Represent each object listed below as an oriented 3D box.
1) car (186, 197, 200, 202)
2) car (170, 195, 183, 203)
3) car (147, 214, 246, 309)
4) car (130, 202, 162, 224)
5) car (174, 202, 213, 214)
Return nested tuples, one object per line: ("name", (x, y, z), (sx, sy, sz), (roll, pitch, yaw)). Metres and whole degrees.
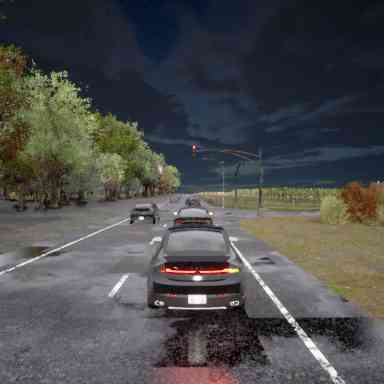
("car", (0.132, 1.510, 51.961), (1.837, 1.490, 4.892), (-2, 0, -7))
("car", (-3.584, 1.499, 70.362), (2.128, 1.511, 4.902), (0, 0, 0))
("car", (0.081, 1.507, 7.855), (1.837, 1.490, 4.892), (0, 0, 0))
("car", (-3.457, 1.511, 25.099), (1.837, 1.490, 4.892), (0, 0, 0))
("car", (0.063, 1.482, 17.100), (1.882, 1.535, 5.008), (0, 0, 0))
